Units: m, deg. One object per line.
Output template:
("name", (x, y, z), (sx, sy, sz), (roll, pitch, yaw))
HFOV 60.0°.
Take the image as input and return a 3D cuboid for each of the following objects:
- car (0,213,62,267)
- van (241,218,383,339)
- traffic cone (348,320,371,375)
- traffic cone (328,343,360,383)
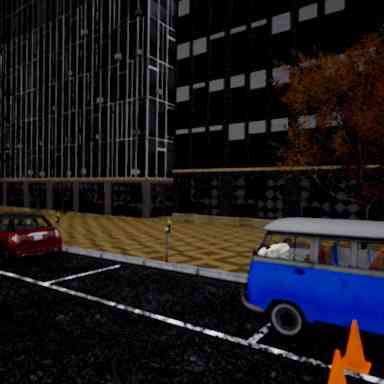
("car", (-6.397, 1.441, 11.542), (4.097, 1.590, 1.967), (0, 1, 36))
("van", (2.761, 1.342, 5.008), (3.998, 1.788, 1.690), (0, 1, 36))
("traffic cone", (2.107, 1.956, 4.308), (0.340, 0.580, 0.340), (0, 0, 35))
("traffic cone", (1.526, 1.956, 3.494), (0.340, 0.580, 0.340), (0, 0, 35))
